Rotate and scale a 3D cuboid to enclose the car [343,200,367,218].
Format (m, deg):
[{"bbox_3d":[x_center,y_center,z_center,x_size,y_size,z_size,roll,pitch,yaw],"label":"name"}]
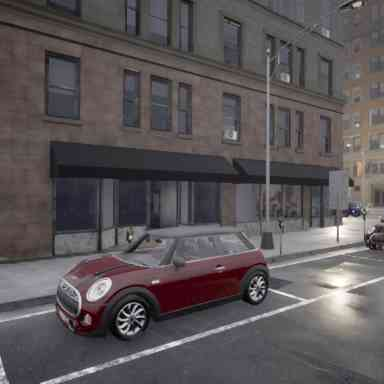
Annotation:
[{"bbox_3d":[12.293,1.123,29.443,2.150,2.045,5.566,1,0,-36],"label":"car"}]

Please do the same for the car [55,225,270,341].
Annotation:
[{"bbox_3d":[-0.438,1.441,6.456,4.097,1.590,1.967,0,0,-36],"label":"car"}]

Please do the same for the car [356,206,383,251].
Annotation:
[{"bbox_3d":[8.487,1.445,12.863,4.097,1.590,1.967,0,0,-36],"label":"car"}]

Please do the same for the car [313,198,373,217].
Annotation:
[{"bbox_3d":[14.420,1.416,32.040,2.128,1.511,4.902,1,0,-36],"label":"car"}]
